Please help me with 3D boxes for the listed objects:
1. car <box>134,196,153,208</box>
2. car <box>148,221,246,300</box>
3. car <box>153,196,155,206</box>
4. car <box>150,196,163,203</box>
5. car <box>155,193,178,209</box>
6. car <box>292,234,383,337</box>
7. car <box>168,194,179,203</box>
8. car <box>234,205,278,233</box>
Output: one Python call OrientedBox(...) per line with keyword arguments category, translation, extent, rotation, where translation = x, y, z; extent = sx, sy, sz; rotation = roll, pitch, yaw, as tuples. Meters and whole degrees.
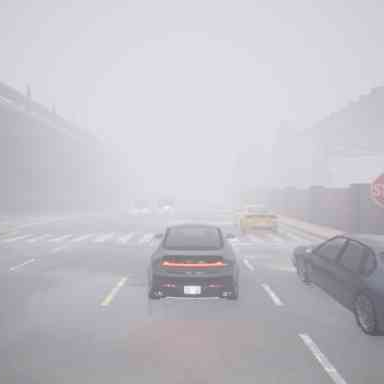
OrientedBox(category="car", translation=(-7.007, 1.601, 46.880), extent=(1.895, 1.301, 4.718), rotation=(0, 0, -1))
OrientedBox(category="car", translation=(0.059, 1.505, 8.379), extent=(1.837, 1.490, 4.892), rotation=(0, 0, 1))
OrientedBox(category="car", translation=(-7.156, 1.477, 56.257), extent=(1.882, 1.535, 5.008), rotation=(0, 0, -1))
OrientedBox(category="car", translation=(-7.287, 1.547, 68.705), extent=(2.033, 1.411, 5.357), rotation=(0, 0, -1))
OrientedBox(category="car", translation=(-3.498, 1.221, 46.815), extent=(2.150, 2.045, 5.566), rotation=(0, 0, -1))
OrientedBox(category="car", translation=(3.603, 1.548, 6.560), extent=(2.033, 1.411, 5.357), rotation=(0, 0, 0))
OrientedBox(category="car", translation=(-3.794, 1.351, 68.857), extent=(2.097, 1.767, 4.553), rotation=(0, 0, -1))
OrientedBox(category="car", translation=(3.654, 1.478, 19.612), extent=(1.882, 1.535, 5.008), rotation=(0, 0, 1))
